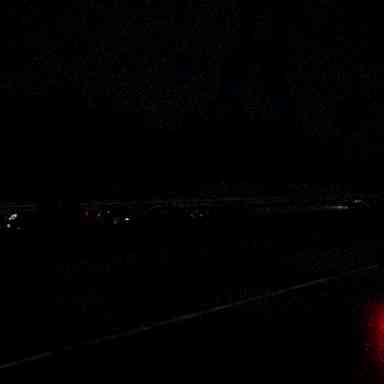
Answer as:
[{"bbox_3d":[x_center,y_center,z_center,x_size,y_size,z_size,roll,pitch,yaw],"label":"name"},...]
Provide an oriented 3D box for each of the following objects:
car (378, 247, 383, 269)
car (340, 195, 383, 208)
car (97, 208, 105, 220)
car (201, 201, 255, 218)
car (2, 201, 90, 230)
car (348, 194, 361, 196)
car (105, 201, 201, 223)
[{"bbox_3d":[6.901,1.552,8.668,4.718,1.301,1.895,0,0,-35],"label":"car"},{"bbox_3d":[14.559,1.278,27.270,4.902,1.511,2.128,-1,1,-35],"label":"car"},{"bbox_3d":[-4.917,1.438,26.067,4.902,1.511,2.128,0,0,-37],"label":"car"},{"bbox_3d":[2.833,1.435,27.513,5.357,1.411,2.033,-1,0,-37],"label":"car"},{"bbox_3d":[-8.426,1.335,19.359,4.553,1.767,2.097,0,0,-35],"label":"car"},{"bbox_3d":[22.286,1.063,45.649,4.902,1.511,2.128,-1,0,-35],"label":"car"},{"bbox_3d":[-2.217,1.448,19.606,4.902,1.511,2.128,0,0,-35],"label":"car"}]
